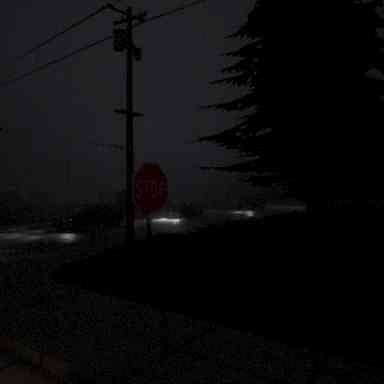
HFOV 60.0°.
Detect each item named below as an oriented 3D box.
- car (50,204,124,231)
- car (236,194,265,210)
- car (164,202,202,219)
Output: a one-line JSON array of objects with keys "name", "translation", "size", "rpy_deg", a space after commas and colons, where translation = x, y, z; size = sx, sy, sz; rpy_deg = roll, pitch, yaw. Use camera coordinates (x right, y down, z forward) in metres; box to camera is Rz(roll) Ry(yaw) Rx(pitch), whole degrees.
[{"name": "car", "translation": [-6.659, 1.571, 21.546], "size": [1.882, 1.535, 5.008], "rpy_deg": [0, 0, 33]}, {"name": "car", "translation": [7.822, 1.322, 43.954], "size": [2.150, 2.045, 5.566], "rpy_deg": [0, 0, 33]}, {"name": "car", "translation": [-0.778, 1.660, 30.675], "size": [1.994, 1.385, 4.181], "rpy_deg": [0, 0, 32]}]
